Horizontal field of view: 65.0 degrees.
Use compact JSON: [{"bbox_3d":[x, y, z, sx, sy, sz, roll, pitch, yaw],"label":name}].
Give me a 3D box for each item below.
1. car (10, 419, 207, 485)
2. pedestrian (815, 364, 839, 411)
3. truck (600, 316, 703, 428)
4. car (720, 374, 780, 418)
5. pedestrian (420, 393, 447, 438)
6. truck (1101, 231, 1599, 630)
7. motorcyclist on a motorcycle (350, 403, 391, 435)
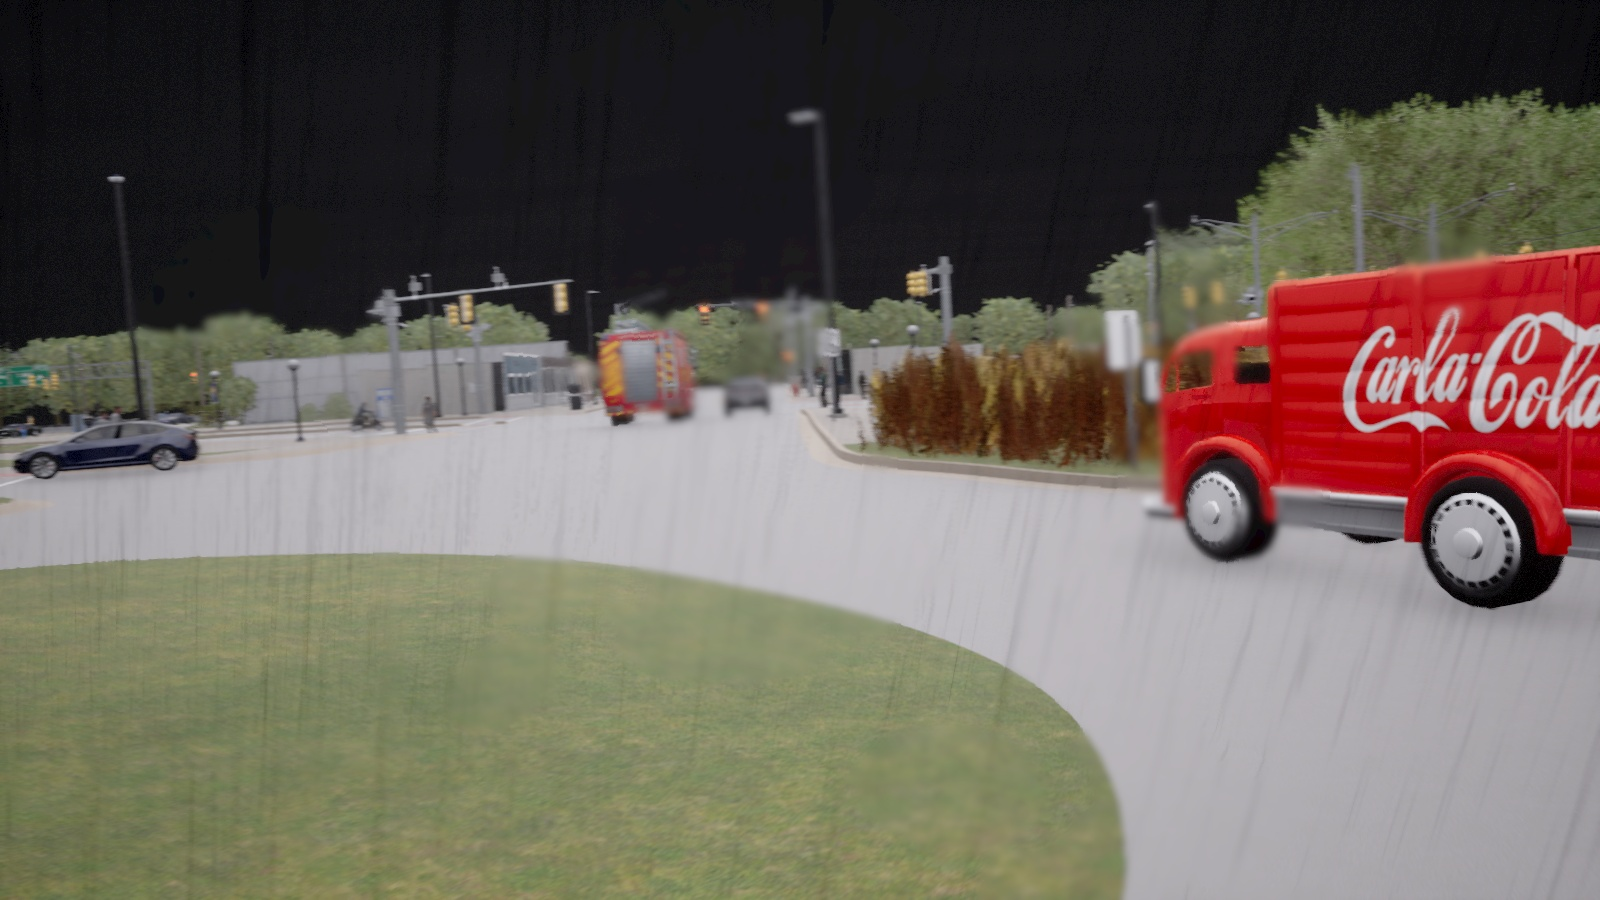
[{"bbox_3d":[-19.971,0.008,36.525,4.792,1.488,2.163,-5,4,-26],"label":"car"},{"bbox_3d":[1.175,-2.695,54.294,0.788,1.949,0.423,-2,5,28],"label":"pedestrian"},{"bbox_3d":[-5.664,-2.981,49.355,2.891,3.827,8.468,-4,3,-1],"label":"truck"},{"bbox_3d":[-1.939,-2.144,49.933,2.128,1.511,4.902,-4,2,0],"label":"car"},{"bbox_3d":[-16.931,-1.598,58.026,0.659,1.952,0.873,-3,4,14],"label":"pedestrian"},{"bbox_3d":[5.224,-0.260,10.251,2.627,2.467,5.204,-5,3,-24],"label":"truck"},{"bbox_3d":[-22.697,-1.631,66.408,1.817,1.590,0.866,-3,4,-6],"label":"motorcyclist on a motorcycle"}]
